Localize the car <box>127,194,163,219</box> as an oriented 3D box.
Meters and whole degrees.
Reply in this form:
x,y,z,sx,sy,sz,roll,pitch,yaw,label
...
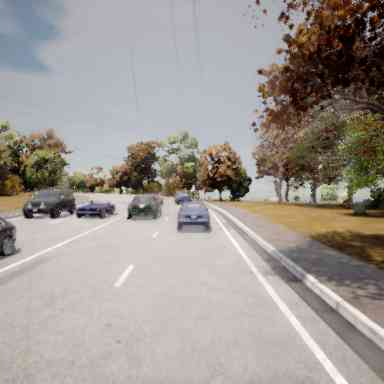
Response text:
x,y,z,sx,sy,sz,roll,pitch,yaw,label
-3.450,0.965,24.839,2.097,1.767,4.553,0,1,-1,car

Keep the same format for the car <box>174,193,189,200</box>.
x,y,z,sx,sy,sz,roll,pitch,yaw,label
-1.248,0.822,42.357,1.812,1.442,4.674,0,1,-9,car

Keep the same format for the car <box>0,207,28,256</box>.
x,y,z,sx,sy,sz,roll,pitch,yaw,label
-7.020,1.418,9.684,1.837,1.490,4.892,0,1,0,car

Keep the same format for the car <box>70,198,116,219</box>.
x,y,z,sx,sy,sz,roll,pitch,yaw,label
-7.073,1.215,24.736,1.895,1.301,4.718,0,1,0,car

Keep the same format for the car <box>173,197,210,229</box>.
x,y,z,sx,sy,sz,roll,pitch,yaw,label
0.094,1.268,19.519,2.033,1.411,5.357,0,1,0,car

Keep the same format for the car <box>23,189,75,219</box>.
x,y,z,sx,sy,sz,roll,pitch,yaw,label
-10.568,0.827,25.164,2.150,2.045,5.566,0,1,0,car

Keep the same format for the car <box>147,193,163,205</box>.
x,y,z,sx,sy,sz,roll,pitch,yaw,label
-4.751,0.873,42.269,1.895,1.301,4.718,0,1,-9,car
